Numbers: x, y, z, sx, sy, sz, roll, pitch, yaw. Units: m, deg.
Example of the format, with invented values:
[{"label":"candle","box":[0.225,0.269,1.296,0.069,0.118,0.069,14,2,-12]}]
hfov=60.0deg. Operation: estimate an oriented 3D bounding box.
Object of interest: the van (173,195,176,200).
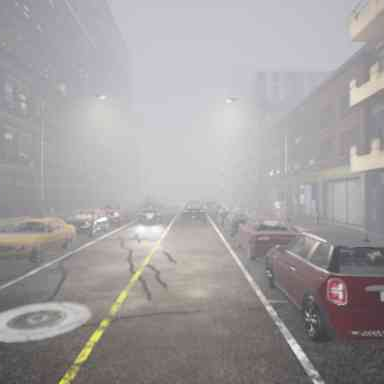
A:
[{"label":"van","box":[-5.619,1.440,85.932,1.690,1.788,3.998,1,0,0]}]

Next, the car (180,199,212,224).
[{"label":"car","box":[0.116,1.530,25.050,2.128,1.511,4.902,0,0,0]}]

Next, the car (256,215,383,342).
[{"label":"car","box":[2.706,1.451,6.467,1.967,1.590,4.097,1,0,0]}]

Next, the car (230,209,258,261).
[{"label":"car","box":[2.709,1.564,12.138,1.887,1.381,4.507,1,0,0]}]

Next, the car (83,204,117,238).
[{"label":"car","box":[-5.668,1.578,17.879,2.008,1.369,4.403,1,0,0]}]

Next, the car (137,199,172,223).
[{"label":"car","box":[-2.983,1.530,25.974,2.128,1.511,4.902,0,0,0]}]

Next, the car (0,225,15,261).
[{"label":"car","box":[-5.675,1.577,6.538,1.947,1.339,4.313,1,0,0]}]

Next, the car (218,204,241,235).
[{"label":"car","box":[2.712,1.579,17.809,2.008,1.369,4.403,1,0,0]}]

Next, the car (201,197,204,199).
[{"label":"car","box":[0.127,1.621,41.065,1.994,1.385,4.181,0,0,0]}]

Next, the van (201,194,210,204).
[{"label":"van","box":[2.716,1.426,68.844,1.690,1.788,3.998,1,0,0]}]

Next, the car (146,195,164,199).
[{"label":"car","box":[-5.645,1.378,46.234,2.192,1.841,5.009,1,0,0]}]

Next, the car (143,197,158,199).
[{"label":"car","box":[-5.652,1.607,40.564,2.008,1.369,4.403,1,0,0]}]

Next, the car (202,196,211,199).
[{"label":"car","box":[2.731,1.608,46.162,1.887,1.381,4.507,1,0,0]}]

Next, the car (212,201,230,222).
[{"label":"car","box":[2.716,1.587,23.479,2.008,1.369,4.403,1,0,0]}]

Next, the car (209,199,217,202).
[{"label":"car","box":[2.720,1.588,29.150,1.887,1.381,4.507,1,0,0]}]

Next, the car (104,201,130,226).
[{"label":"car","box":[-5.662,1.476,23.551,1.967,1.590,4.097,1,0,0]}]

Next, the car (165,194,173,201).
[{"label":"car","box":[-5.632,1.525,68.919,1.967,1.590,4.097,1,0,0]}]

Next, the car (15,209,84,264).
[{"label":"car","box":[-5.671,1.544,12.039,1.752,1.417,4.829,1,0,0]}]
